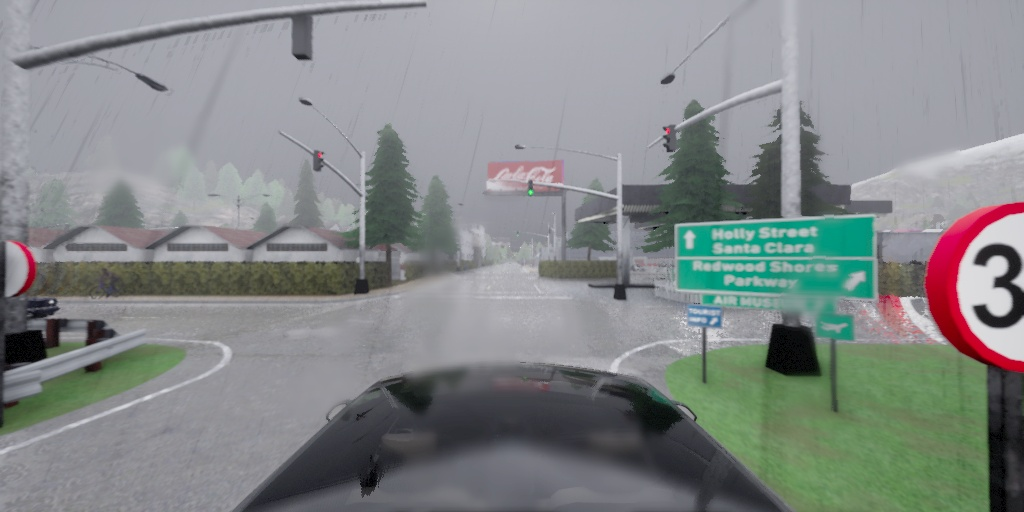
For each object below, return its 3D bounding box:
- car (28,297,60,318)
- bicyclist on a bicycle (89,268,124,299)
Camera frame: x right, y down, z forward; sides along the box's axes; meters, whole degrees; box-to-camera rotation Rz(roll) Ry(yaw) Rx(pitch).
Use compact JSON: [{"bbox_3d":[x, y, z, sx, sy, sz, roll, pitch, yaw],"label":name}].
[{"bbox_3d":[-18.123,1.667,11.744,4.718,1.301,1.895,0,-1,1],"label":"car"},{"bbox_3d":[-21.733,1.462,19.267,0.582,1.620,1.656,0,-1,1],"label":"bicyclist on a bicycle"}]
